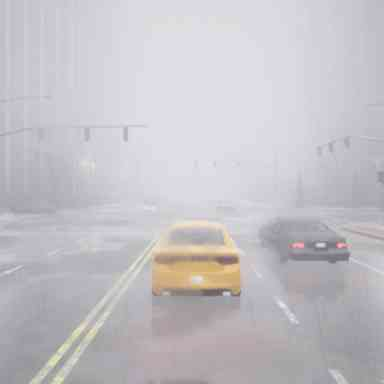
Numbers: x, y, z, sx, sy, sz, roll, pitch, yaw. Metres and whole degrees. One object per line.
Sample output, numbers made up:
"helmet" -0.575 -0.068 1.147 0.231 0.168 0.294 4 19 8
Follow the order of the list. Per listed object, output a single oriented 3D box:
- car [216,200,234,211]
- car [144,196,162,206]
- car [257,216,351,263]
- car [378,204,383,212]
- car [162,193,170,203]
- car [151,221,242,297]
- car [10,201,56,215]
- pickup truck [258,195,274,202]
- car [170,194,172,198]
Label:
"car" 3.935 1.622 40.481 1.895 1.301 4.718 0 0 1
"car" -6.626 1.518 54.734 2.128 1.511 4.902 0 0 1
"car" 3.671 1.554 11.906 2.033 1.411 5.357 0 0 1
"car" 23.109 1.524 36.585 4.892 1.490 1.837 0 0 1
"car" -6.414 1.514 70.159 1.882 1.535 5.008 0 0 0
"car" 0.123 1.482 8.667 1.882 1.535 5.008 0 0 1
"car" -15.929 1.581 33.454 4.181 1.385 1.994 0 0 7
"pickup truck" 17.262 1.099 76.603 2.390 2.098 6.274 0 0 31
"car" -6.283 1.159 85.698 1.837 1.490 4.892 0 0 0
